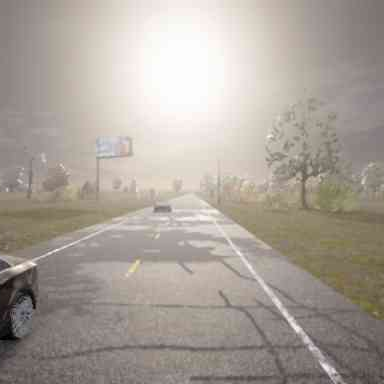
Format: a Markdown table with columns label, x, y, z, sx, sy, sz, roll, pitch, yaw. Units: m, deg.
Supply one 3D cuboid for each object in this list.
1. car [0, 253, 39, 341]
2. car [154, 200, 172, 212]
| label | x | y | z | sx | sy | sz | roll | pitch | yaw |
| --- | --- | --- | --- | --- | --- | --- | --- | --- | --- |
| car | -3.502 | 1.500 | 3.710 | 2.128 | 1.511 | 4.902 | 0 | 0 | 0 |
| car | -3.539 | 1.644 | 40.844 | 1.994 | 1.385 | 4.181 | 0 | 0 | 0 |
